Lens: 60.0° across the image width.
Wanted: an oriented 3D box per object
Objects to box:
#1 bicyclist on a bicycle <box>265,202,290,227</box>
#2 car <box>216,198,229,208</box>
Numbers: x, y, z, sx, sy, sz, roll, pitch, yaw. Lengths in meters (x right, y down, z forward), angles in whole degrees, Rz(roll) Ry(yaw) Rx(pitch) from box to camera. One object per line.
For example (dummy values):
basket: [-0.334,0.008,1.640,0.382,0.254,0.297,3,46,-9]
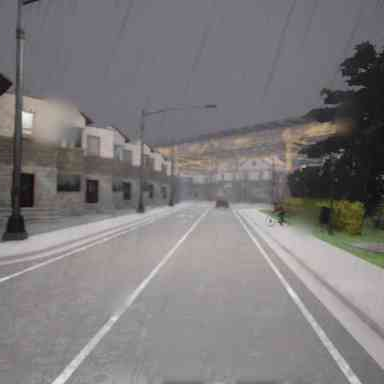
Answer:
bicyclist on a bicycle: [5.764,1.519,22.291,1.656,1.620,0.582,1,0,5]
car: [5.048,1.800,54.657,1.882,1.535,5.008,1,0,11]
